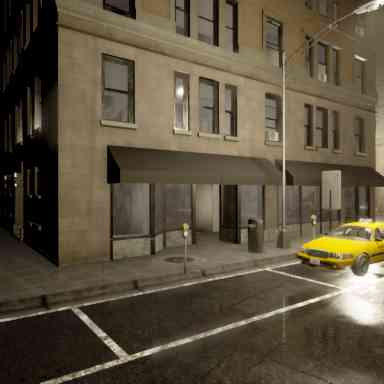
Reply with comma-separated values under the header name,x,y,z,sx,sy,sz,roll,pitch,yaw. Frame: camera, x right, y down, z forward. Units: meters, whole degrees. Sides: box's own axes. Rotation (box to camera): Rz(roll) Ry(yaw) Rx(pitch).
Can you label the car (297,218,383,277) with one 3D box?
name,x,y,z,sx,sy,sz,roll,pitch,yaw
car,5.234,1.526,10.255,4.829,1.417,1.752,0,0,-35
